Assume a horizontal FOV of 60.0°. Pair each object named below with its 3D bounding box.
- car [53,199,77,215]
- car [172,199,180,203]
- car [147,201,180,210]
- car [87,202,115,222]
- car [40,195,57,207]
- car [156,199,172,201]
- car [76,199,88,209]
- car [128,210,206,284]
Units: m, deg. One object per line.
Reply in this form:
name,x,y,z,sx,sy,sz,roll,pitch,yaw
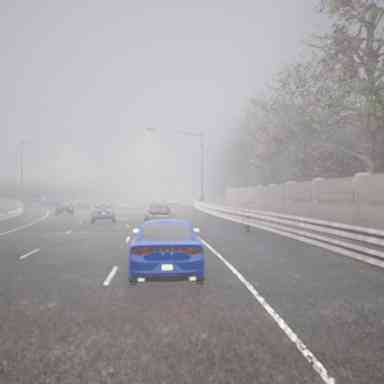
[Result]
car,-14.397,1.831,37.621,1.895,1.301,4.718,0,0,-21
car,-3.469,1.983,66.242,1.895,1.301,4.718,0,0,5
car,-2.200,1.619,21.840,2.128,1.511,4.902,0,0,-8
car,-7.428,1.715,27.831,2.033,1.411,5.357,0,0,-15
car,-24.858,1.579,57.754,2.150,2.045,5.566,0,0,-33
car,-4.337,1.816,46.264,2.033,1.411,5.357,0,0,-1
car,-17.386,1.808,52.087,2.128,1.511,4.902,0,0,-29
car,-0.758,1.535,9.854,1.882,1.535,5.008,0,0,-5
